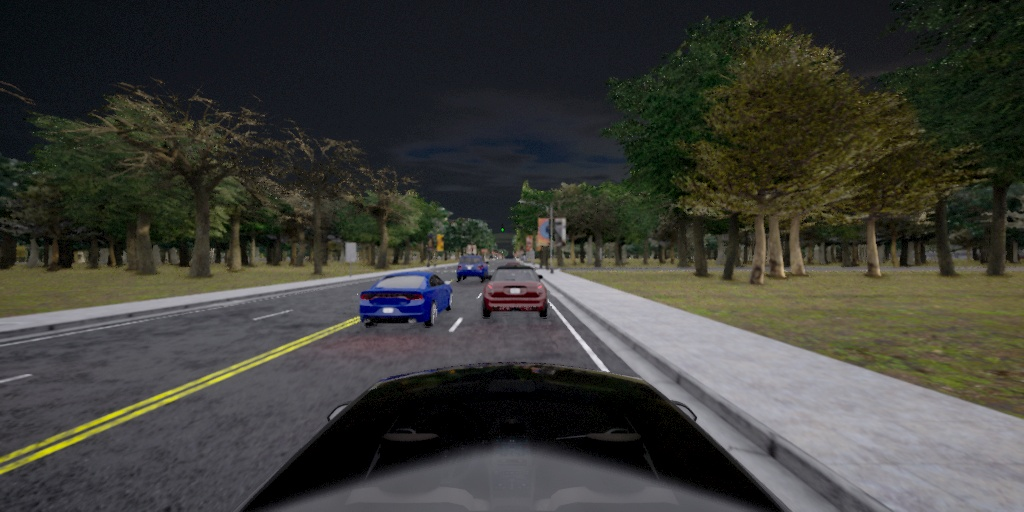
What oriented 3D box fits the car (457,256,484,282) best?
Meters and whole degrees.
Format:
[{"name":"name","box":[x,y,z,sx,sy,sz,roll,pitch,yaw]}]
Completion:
[{"name":"car","box":[-3.149,0.987,29.246,2.150,2.045,5.566,0,0,0]}]

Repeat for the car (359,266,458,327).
[{"name":"car","box":[-3.151,1.232,11.597,1.882,1.535,5.008,0,0,0]}]

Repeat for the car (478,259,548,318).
[{"name":"car","box":[0.101,1.106,13.199,2.097,1.767,4.553,0,0,0]}]
